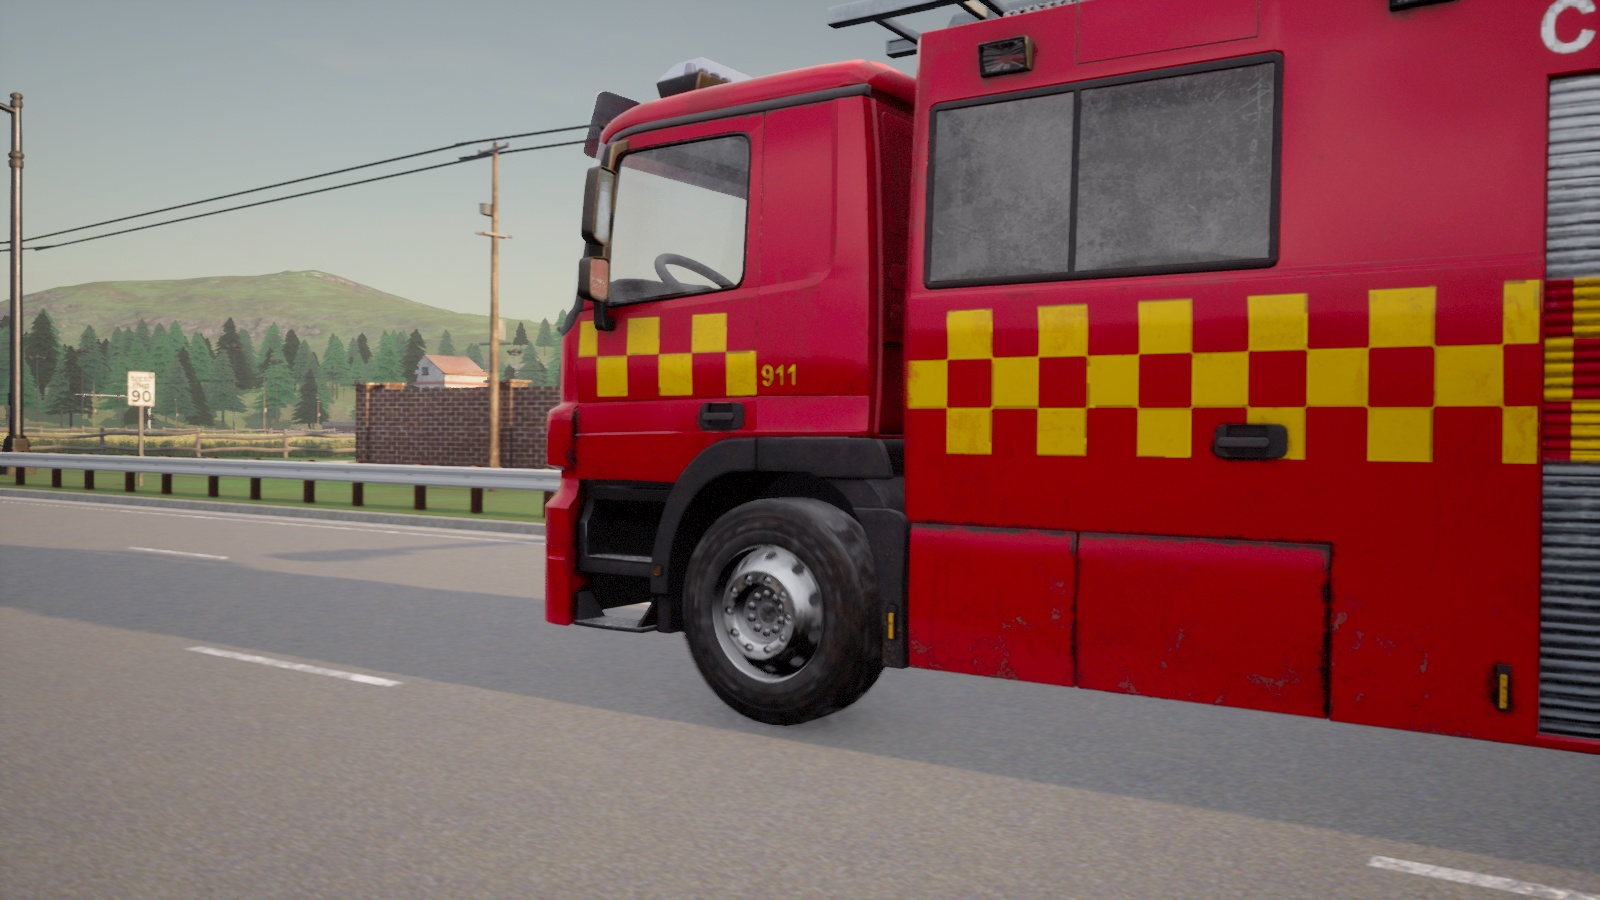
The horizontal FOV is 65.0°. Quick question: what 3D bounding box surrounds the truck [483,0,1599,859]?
[{"bbox_3d":[2.519,-0.540,6.128,8.468,3.827,2.891,0,1,34],"label":"truck"}]
